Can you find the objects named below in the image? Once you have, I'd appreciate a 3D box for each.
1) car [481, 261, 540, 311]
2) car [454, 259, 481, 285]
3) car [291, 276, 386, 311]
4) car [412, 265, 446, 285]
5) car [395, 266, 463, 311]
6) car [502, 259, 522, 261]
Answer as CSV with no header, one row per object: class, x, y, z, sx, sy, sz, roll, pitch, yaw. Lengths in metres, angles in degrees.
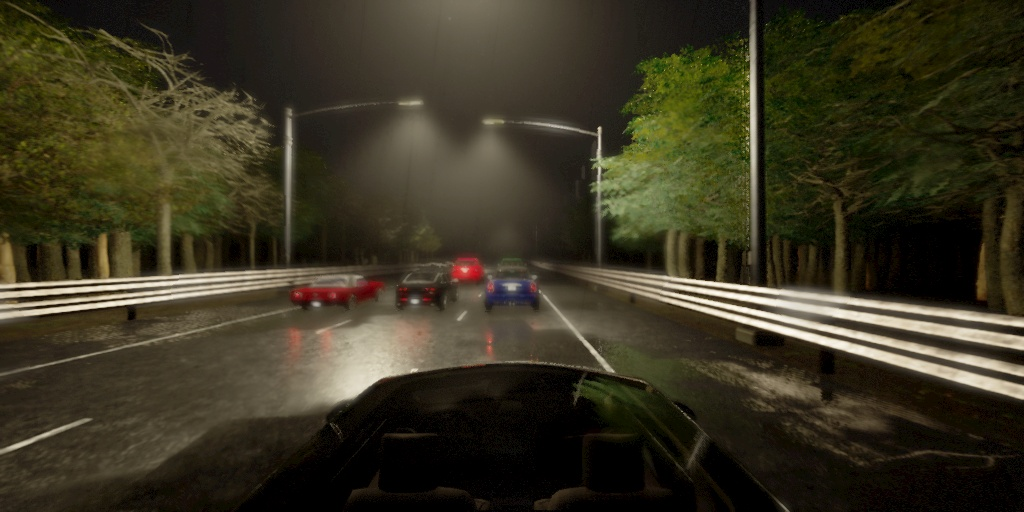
car,0.021,1.233,15.268,2.097,1.767,4.553,0,-1,1
car,-3.494,1.236,29.424,2.150,2.045,5.566,0,0,0
car,-6.982,1.481,15.093,1.895,1.301,4.718,0,-1,0
car,-6.977,1.548,30.740,1.812,1.442,4.674,0,0,1
car,-3.478,1.389,15.347,1.837,1.490,4.892,0,0,1
car,0.006,1.236,29.422,2.150,2.045,5.566,0,0,0
